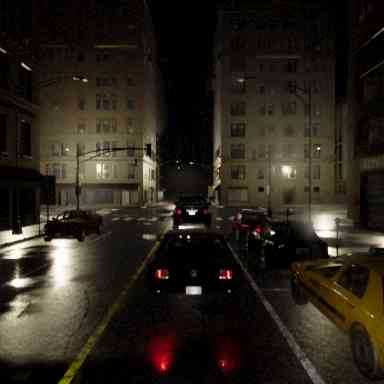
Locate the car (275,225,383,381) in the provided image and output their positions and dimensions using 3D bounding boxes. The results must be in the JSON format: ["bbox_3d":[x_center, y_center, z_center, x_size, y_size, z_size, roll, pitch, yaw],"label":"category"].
[{"bbox_3d":[2.865,1.522,5.260,1.752,1.417,4.829,-1,0,0],"label":"car"}]

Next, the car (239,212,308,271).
[{"bbox_3d":[2.870,1.560,10.676,1.947,1.339,4.313,-1,0,0],"label":"car"}]

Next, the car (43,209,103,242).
[{"bbox_3d":[-5.671,1.535,16.266,1.887,1.381,4.507,-1,0,0],"label":"car"}]

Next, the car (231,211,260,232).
[{"bbox_3d":[2.875,1.572,16.262,1.802,1.307,4.206,-1,0,0],"label":"car"}]

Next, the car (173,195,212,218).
[{"bbox_3d":[0.031,1.213,20.509,2.150,2.045,5.566,0,0,1],"label":"car"}]

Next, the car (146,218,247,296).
[{"bbox_3d":[0.049,1.596,8.599,1.895,1.301,4.718,0,0,0],"label":"car"}]
